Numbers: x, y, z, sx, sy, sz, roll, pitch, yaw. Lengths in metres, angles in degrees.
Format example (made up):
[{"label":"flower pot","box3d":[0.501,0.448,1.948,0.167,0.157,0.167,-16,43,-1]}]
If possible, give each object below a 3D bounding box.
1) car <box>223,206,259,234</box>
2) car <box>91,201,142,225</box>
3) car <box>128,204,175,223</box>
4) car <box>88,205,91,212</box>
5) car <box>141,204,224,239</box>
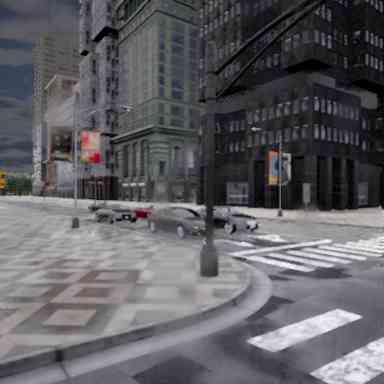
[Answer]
[{"label":"car","box3d":[1.900,1.604,20.132,2.128,1.511,4.902,1,0,-35]},{"label":"car","box3d":[-5.810,1.649,25.376,1.994,1.385,4.181,1,0,-35]},{"label":"car","box3d":[-3.467,1.710,27.688,1.895,1.301,4.718,1,0,-35]},{"label":"car","box3d":[-9.754,1.710,36.564,1.895,1.301,4.718,1,0,-35]},{"label":"car","box3d":[-0.677,1.594,18.146,1.837,1.490,4.892,1,0,-35]}]
